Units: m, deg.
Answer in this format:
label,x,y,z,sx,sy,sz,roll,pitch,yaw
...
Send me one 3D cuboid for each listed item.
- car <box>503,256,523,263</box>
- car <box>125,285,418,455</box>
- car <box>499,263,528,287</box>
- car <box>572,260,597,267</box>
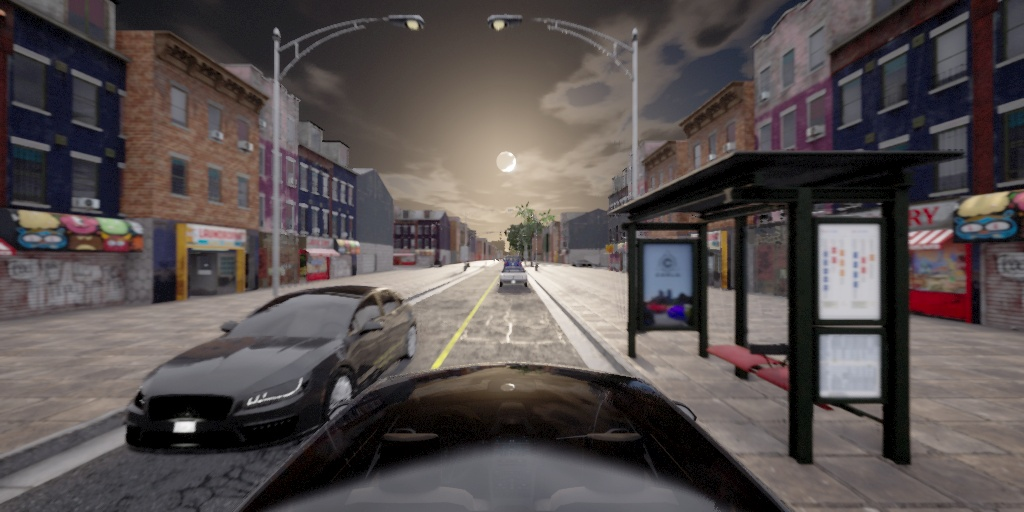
label,x,y,z,sx,sy,sz,roll,pitch,yaw
car,0.094,1.007,42.144,2.150,2.045,5.566,0,0,0
car,-2.836,1.258,5.548,1.837,1.490,4.892,0,-1,0
car,0.096,1.367,24.862,1.895,1.301,4.718,0,0,0
car,12.344,1.332,61.337,4.313,1.339,1.948,0,0,0
